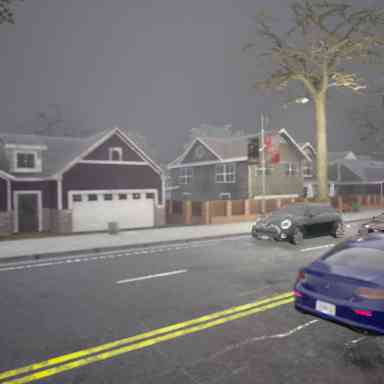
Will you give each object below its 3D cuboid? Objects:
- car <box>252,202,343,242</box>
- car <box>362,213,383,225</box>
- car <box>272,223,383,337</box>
[{"bbox_3d":[4.850,1.284,15.131,4.553,1.767,2.097,-1,0,-35],"label":"car"},{"bbox_3d":[8.746,1.473,13.917,4.181,1.385,1.994,-1,0,-35],"label":"car"},{"bbox_3d":[3.807,1.500,6.154,4.674,1.442,1.812,0,0,-36],"label":"car"}]
